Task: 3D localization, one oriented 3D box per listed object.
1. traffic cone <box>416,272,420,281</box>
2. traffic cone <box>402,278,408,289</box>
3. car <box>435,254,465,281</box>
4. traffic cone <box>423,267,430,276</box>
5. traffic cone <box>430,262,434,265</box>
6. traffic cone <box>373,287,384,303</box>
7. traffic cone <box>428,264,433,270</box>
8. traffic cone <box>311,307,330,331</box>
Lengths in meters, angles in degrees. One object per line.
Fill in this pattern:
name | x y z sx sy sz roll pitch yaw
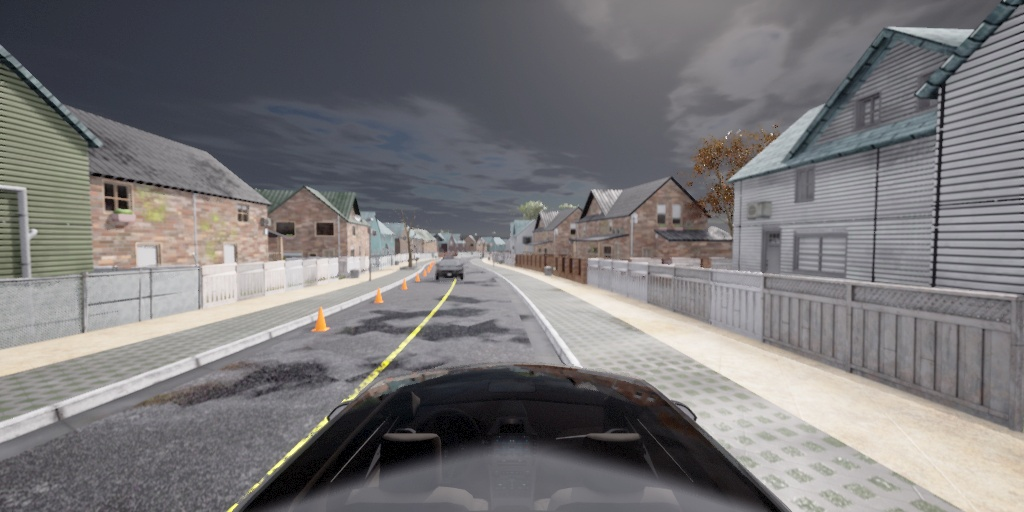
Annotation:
traffic cone | -6.297 1.390 23.930 0.340 0.580 0.340 0 0 -8
traffic cone | -5.708 1.459 19.024 0.340 0.580 0.340 0 0 -6
car | -4.387 0.881 25.605 1.882 1.535 5.008 0 1 -8
traffic cone | -7.007 1.323 28.819 0.340 0.580 0.340 0 0 -9
traffic cone | -8.784 1.191 38.539 0.340 0.580 0.340 0 0 -12
traffic cone | -5.239 1.529 14.106 0.340 0.580 0.340 0 0 -5
traffic cone | -7.835 1.256 33.690 0.340 0.580 0.340 0 0 -10
traffic cone | -4.891 1.599 9.178 0.340 0.580 0.340 0 0 -3
